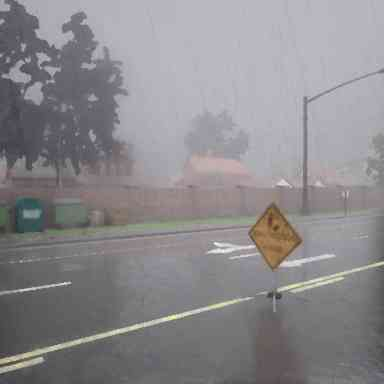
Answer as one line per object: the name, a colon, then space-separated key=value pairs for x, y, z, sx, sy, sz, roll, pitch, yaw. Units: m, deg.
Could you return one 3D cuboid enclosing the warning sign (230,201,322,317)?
warning sign: x=1.552 y=1.115 z=6.266 sx=1.060 sy=1.860 sz=1.300 roll=0 pitch=0 yaw=-35
